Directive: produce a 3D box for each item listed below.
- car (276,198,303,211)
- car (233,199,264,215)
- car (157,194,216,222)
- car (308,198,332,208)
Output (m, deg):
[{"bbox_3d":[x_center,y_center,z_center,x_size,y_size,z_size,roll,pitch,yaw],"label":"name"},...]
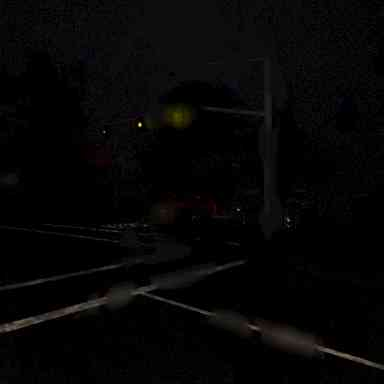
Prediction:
[{"bbox_3d":[12.272,1.526,41.512,1.812,1.442,4.674,0,0,41],"label":"car"},{"bbox_3d":[6.173,1.491,34.493,2.128,1.511,4.902,0,0,41],"label":"car"},{"bbox_3d":[-0.337,1.221,27.008,2.150,2.045,5.566,0,0,41],"label":"car"},{"bbox_3d":[18.905,1.601,49.120,1.895,1.301,4.718,0,0,41],"label":"car"}]
